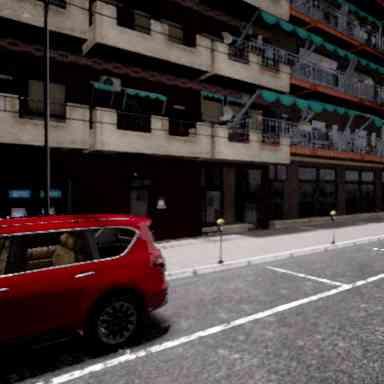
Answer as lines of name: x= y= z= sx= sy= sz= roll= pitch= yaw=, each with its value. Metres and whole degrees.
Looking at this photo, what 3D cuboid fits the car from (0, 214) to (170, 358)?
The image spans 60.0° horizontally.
car: x=-2.684 y=1.313 z=4.639 sx=5.009 sy=1.841 sz=2.192 roll=-1 pitch=1 yaw=-36
